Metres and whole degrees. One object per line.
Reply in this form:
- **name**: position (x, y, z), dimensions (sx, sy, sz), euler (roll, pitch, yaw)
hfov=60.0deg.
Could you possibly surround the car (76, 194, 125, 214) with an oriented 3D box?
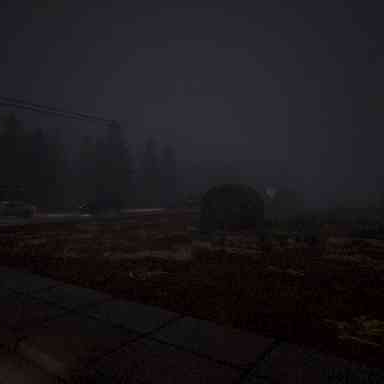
- **car**: position (-10.024, 1.249, 36.911), dimensions (2.150, 2.045, 5.566), euler (0, 0, 37)

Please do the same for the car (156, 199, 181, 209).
- **car**: position (-2.919, 1.628, 46.464), dimensions (1.895, 1.301, 4.718), euler (0, 0, 37)

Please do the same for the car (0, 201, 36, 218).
- **car**: position (-15.982, 1.552, 28.855), dimensions (1.812, 1.442, 4.674), euler (0, 0, 37)

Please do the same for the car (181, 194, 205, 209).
- **car**: position (1.412, 1.248, 46.165), dimensions (2.150, 2.045, 5.566), euler (0, 0, 38)
